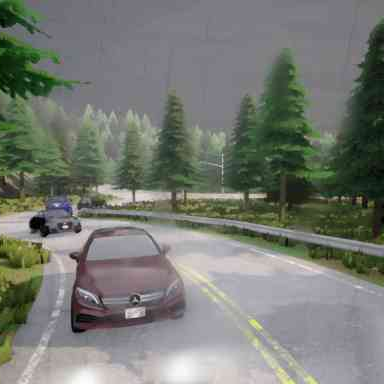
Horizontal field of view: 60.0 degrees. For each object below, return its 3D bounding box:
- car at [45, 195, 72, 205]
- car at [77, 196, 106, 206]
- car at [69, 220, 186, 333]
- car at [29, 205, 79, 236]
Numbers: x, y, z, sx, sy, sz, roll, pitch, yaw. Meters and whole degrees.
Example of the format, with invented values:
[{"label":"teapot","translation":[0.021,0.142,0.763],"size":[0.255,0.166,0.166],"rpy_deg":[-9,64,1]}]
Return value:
[{"label":"car","translation":[-12.899,1.326,32.239],"size":[2.150,2.045,5.566],"rpy_deg":[-1,0,-18]},{"label":"car","translation":[-12.766,1.289,42.832],"size":[2.097,1.767,4.553],"rpy_deg":[2,2,13]},{"label":"car","translation":[-1.529,1.523,7.111],"size":[1.812,1.442,4.674],"rpy_deg":[-2,0,-17]},{"label":"car","translation":[-7.828,1.677,18.863],"size":[1.994,1.385,4.181],"rpy_deg":[-4,2,-38]}]
